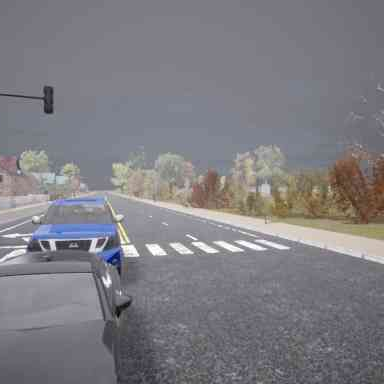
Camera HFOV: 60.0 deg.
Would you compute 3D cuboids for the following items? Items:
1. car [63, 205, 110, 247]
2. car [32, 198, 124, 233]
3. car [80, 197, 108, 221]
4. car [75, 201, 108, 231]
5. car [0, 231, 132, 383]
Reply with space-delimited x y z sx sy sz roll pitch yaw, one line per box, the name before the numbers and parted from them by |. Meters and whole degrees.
car | -4.985 1.498 16.115 1.837 1.490 4.892 0 0 -15
car | -3.350 1.218 10.036 2.150 2.045 5.566 0 0 -15
car | -8.069 1.337 27.605 2.097 1.767 4.553 0 0 -15
car | -6.531 1.468 21.866 1.882 1.535 5.008 0 0 -15
car | -1.734 1.524 3.941 1.812 1.442 4.674 0 0 -13
